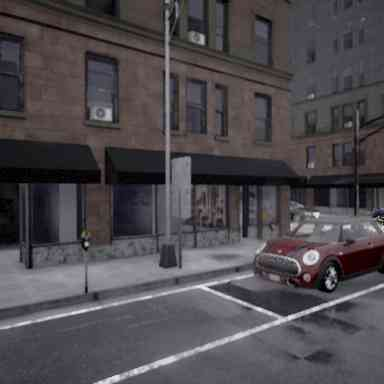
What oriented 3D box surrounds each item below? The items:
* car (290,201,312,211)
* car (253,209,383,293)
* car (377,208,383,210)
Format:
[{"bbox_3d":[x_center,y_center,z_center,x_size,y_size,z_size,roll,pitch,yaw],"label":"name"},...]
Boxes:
[{"bbox_3d":[7.100,1.452,24.644,2.128,1.511,4.902,0,0,-35],"label":"car"},{"bbox_3d":[3.493,1.407,8.691,4.097,1.590,1.967,0,0,-36],"label":"car"},{"bbox_3d":[13.617,1.275,20.570,2.097,1.767,4.553,0,0,-35],"label":"car"}]
